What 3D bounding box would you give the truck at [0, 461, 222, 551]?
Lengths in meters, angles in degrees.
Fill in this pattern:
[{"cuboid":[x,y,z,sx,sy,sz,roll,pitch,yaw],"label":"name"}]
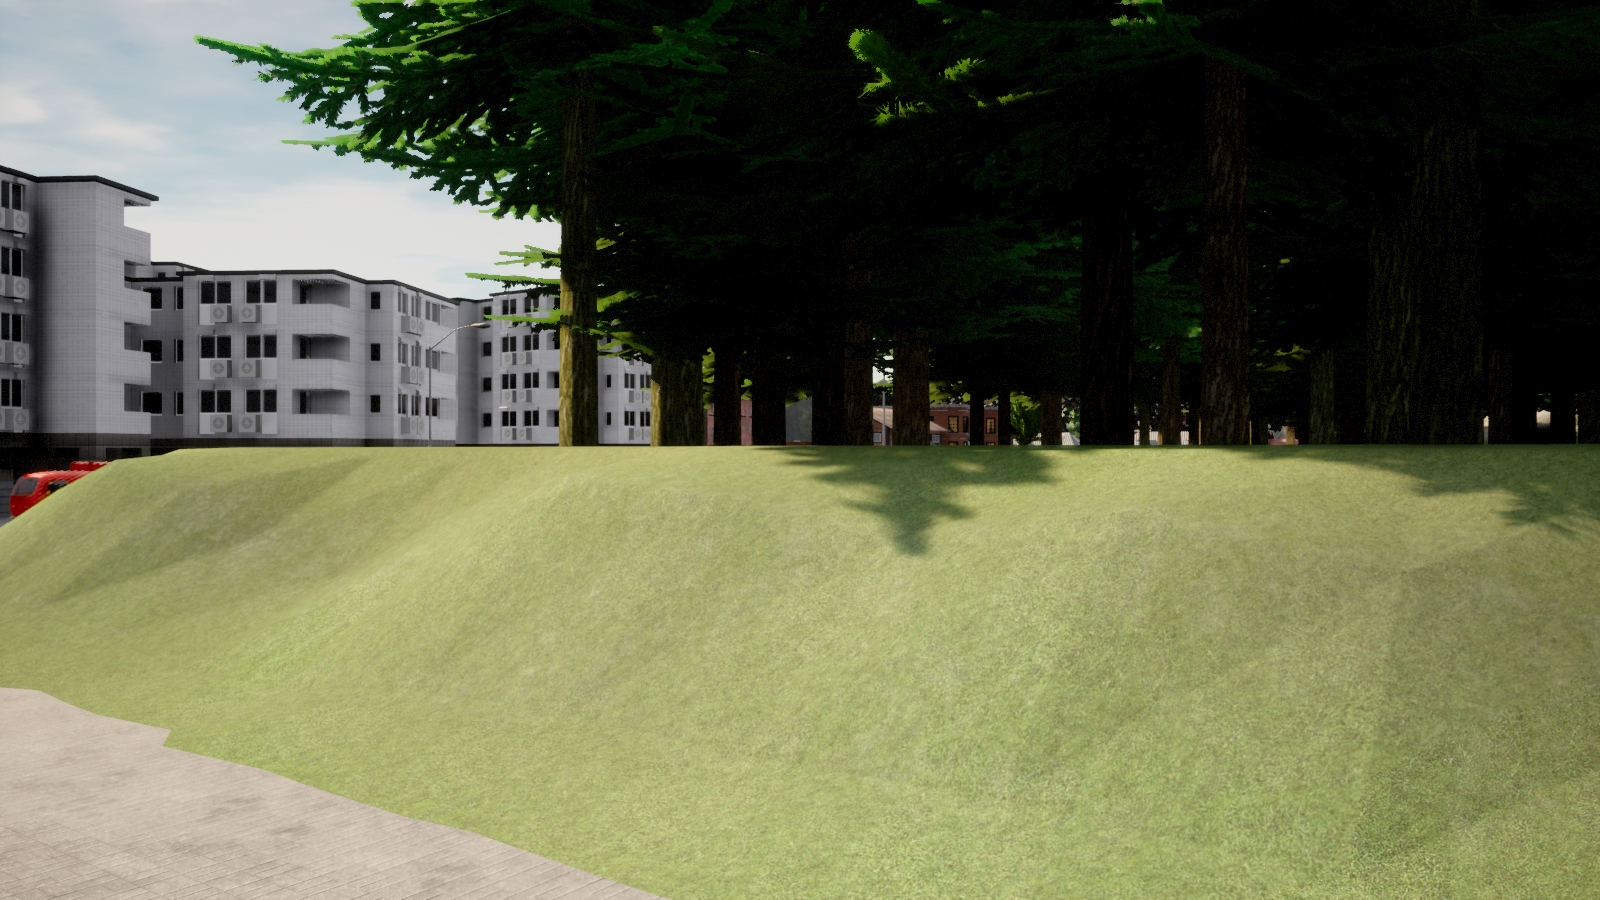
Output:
[{"cuboid":[-20.710,1.574,34.489,2.627,2.467,5.204,0,0,35],"label":"truck"}]
